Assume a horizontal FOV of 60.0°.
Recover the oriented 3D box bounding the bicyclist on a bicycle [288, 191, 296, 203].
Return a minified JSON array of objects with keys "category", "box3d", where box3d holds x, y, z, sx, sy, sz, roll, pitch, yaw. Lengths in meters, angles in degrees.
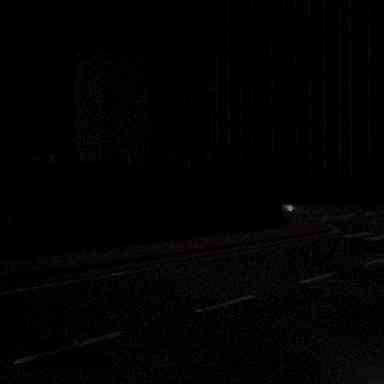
[{"category":"bicyclist on a bicycle","box3d":[13.595,0.630,45.072,1.656,1.620,0.582,-2,1,-36]}]
